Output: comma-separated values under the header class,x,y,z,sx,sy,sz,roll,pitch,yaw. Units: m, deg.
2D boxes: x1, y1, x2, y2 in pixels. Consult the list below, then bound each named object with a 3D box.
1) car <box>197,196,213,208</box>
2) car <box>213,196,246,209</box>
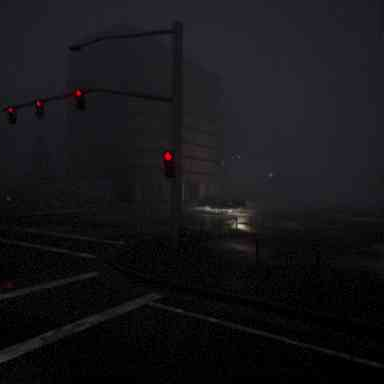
class,x,y,z,sx,sy,sz,roll,pitch,yaw
car,2.470,1.258,44.048,1.812,1.442,4.674,1,0,34
car,5.045,1.250,41.627,1.882,1.535,5.008,1,0,35
